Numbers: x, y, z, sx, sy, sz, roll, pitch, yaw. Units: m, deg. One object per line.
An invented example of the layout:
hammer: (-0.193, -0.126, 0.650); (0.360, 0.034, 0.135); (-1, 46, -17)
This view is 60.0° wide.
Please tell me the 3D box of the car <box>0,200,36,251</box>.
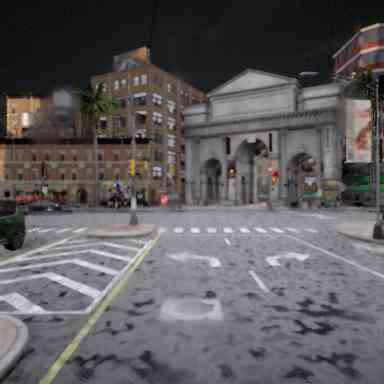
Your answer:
car: (-8.069, 1.313, 11.810); (2.150, 2.045, 5.566); (0, -1, 0)

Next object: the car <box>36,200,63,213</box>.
car: (-18.865, 1.810, 41.855); (4.892, 1.490, 1.837); (0, -1, 3)
